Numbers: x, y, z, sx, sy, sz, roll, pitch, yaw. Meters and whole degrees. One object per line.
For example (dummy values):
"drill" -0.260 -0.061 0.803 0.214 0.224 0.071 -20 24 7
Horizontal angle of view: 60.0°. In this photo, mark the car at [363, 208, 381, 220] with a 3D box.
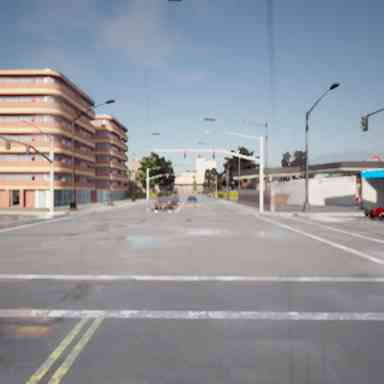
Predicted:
"car" 16.539 1.591 26.869 4.718 1.301 1.895 0 0 1

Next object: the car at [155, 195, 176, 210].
"car" -3.580 1.335 43.133 2.097 1.767 4.553 0 0 0

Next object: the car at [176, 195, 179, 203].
"car" -3.573 1.580 53.774 1.895 1.301 4.718 0 0 0

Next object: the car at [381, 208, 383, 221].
"car" 16.334 1.517 23.400 4.674 1.442 1.812 0 0 1

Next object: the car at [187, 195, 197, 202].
"car" 0.010 1.311 71.247 1.812 1.442 4.674 0 0 0
